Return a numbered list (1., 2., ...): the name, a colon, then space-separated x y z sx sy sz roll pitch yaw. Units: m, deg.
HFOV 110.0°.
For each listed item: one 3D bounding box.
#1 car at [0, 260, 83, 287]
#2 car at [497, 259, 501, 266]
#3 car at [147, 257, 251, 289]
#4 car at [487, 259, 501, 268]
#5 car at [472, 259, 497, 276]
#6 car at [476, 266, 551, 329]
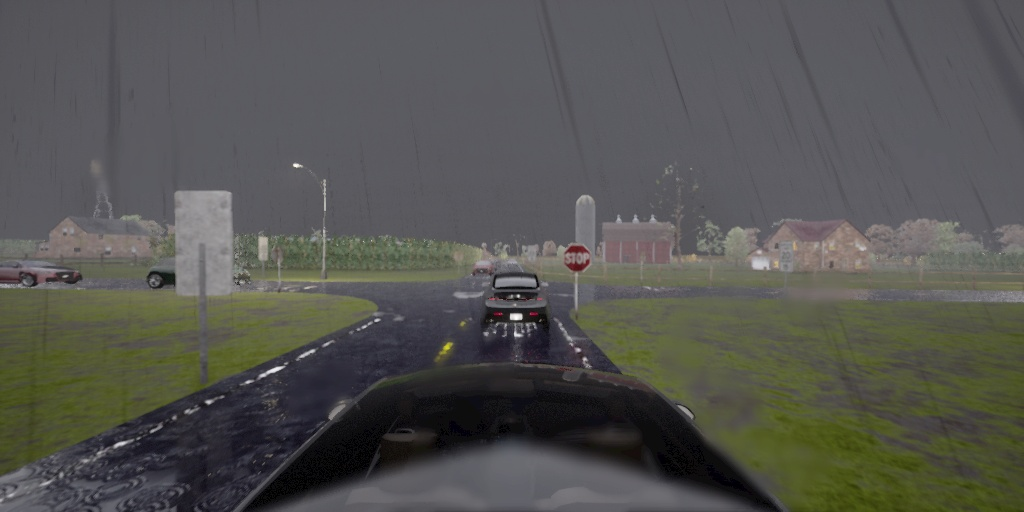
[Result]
1. car: -26.701 0.911 19.837 4.181 1.385 1.994 1 1 0
2. car: -2.834 1.147 46.500 2.128 1.511 4.902 0 0 0
3. car: -17.176 0.841 19.865 4.553 1.767 2.097 1 1 0
4. car: -2.819 1.204 57.342 1.994 1.385 4.181 0 0 0
5. car: -2.860 1.149 36.463 1.882 1.535 5.008 0 0 1
6. car: 0.102 1.229 11.123 1.837 1.490 4.892 0 0 0
